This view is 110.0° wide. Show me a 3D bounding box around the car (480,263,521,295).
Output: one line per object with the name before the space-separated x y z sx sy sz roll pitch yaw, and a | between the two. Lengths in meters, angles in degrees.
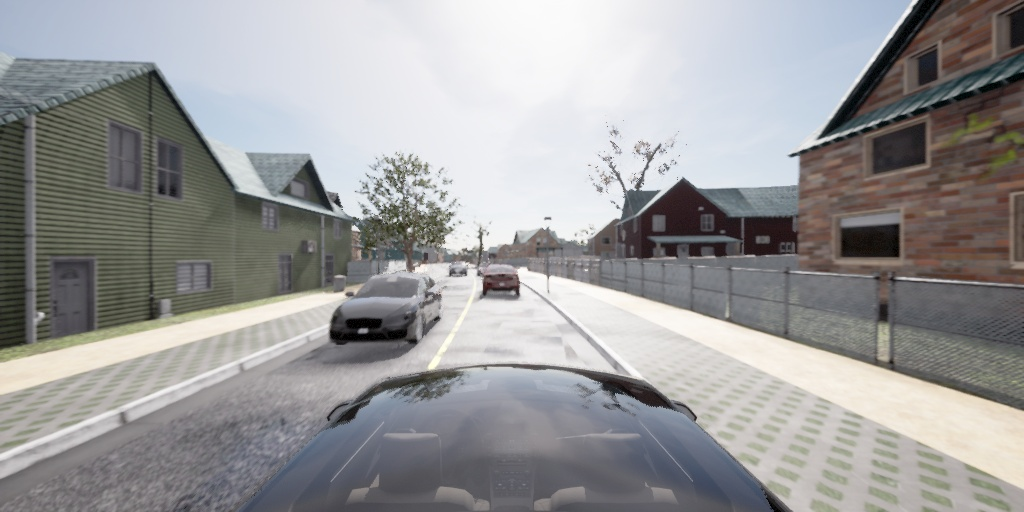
car | -0.648 1.188 19.401 1.882 1.535 5.008 0 0 -4

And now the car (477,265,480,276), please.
car | -2.630 1.391 37.357 1.895 1.301 4.718 0 0 -8

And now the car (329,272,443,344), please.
car | -3.028 1.229 9.540 1.837 1.490 4.892 0 0 -2

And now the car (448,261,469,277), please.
car | -5.446 1.288 36.591 2.128 1.511 4.902 0 -1 -8
